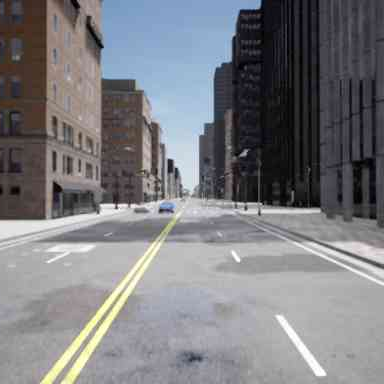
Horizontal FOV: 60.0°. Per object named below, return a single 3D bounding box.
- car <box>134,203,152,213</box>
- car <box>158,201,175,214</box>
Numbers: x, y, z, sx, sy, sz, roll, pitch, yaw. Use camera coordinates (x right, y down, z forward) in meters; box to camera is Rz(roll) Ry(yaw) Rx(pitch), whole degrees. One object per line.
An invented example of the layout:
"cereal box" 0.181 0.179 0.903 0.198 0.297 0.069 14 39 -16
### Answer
"car" -6.510 2.109 44.222 1.895 1.301 4.718 0 -1 0
"car" -3.271 1.975 43.222 1.882 1.535 5.008 0 -1 0
